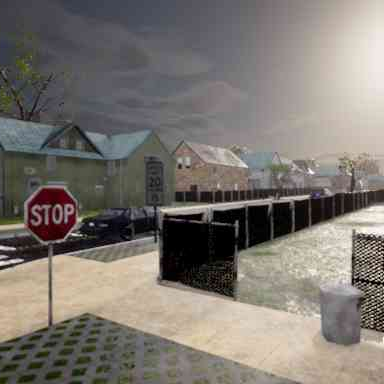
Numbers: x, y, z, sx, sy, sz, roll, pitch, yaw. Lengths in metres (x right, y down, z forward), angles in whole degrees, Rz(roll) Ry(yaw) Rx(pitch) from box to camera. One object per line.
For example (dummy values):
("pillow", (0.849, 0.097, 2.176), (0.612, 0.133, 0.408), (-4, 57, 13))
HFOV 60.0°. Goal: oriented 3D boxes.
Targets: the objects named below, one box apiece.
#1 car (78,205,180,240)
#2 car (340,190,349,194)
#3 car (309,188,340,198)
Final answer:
("car", (-2.580, 1.302, 15.536), (2.033, 1.411, 5.357), (0, 1, 37))
("car", (21.485, 0.331, 47.754), (1.994, 1.385, 4.181), (0, 1, 37))
("car", (15.710, 0.341, 39.942), (2.097, 1.767, 4.553), (0, 1, 37))
